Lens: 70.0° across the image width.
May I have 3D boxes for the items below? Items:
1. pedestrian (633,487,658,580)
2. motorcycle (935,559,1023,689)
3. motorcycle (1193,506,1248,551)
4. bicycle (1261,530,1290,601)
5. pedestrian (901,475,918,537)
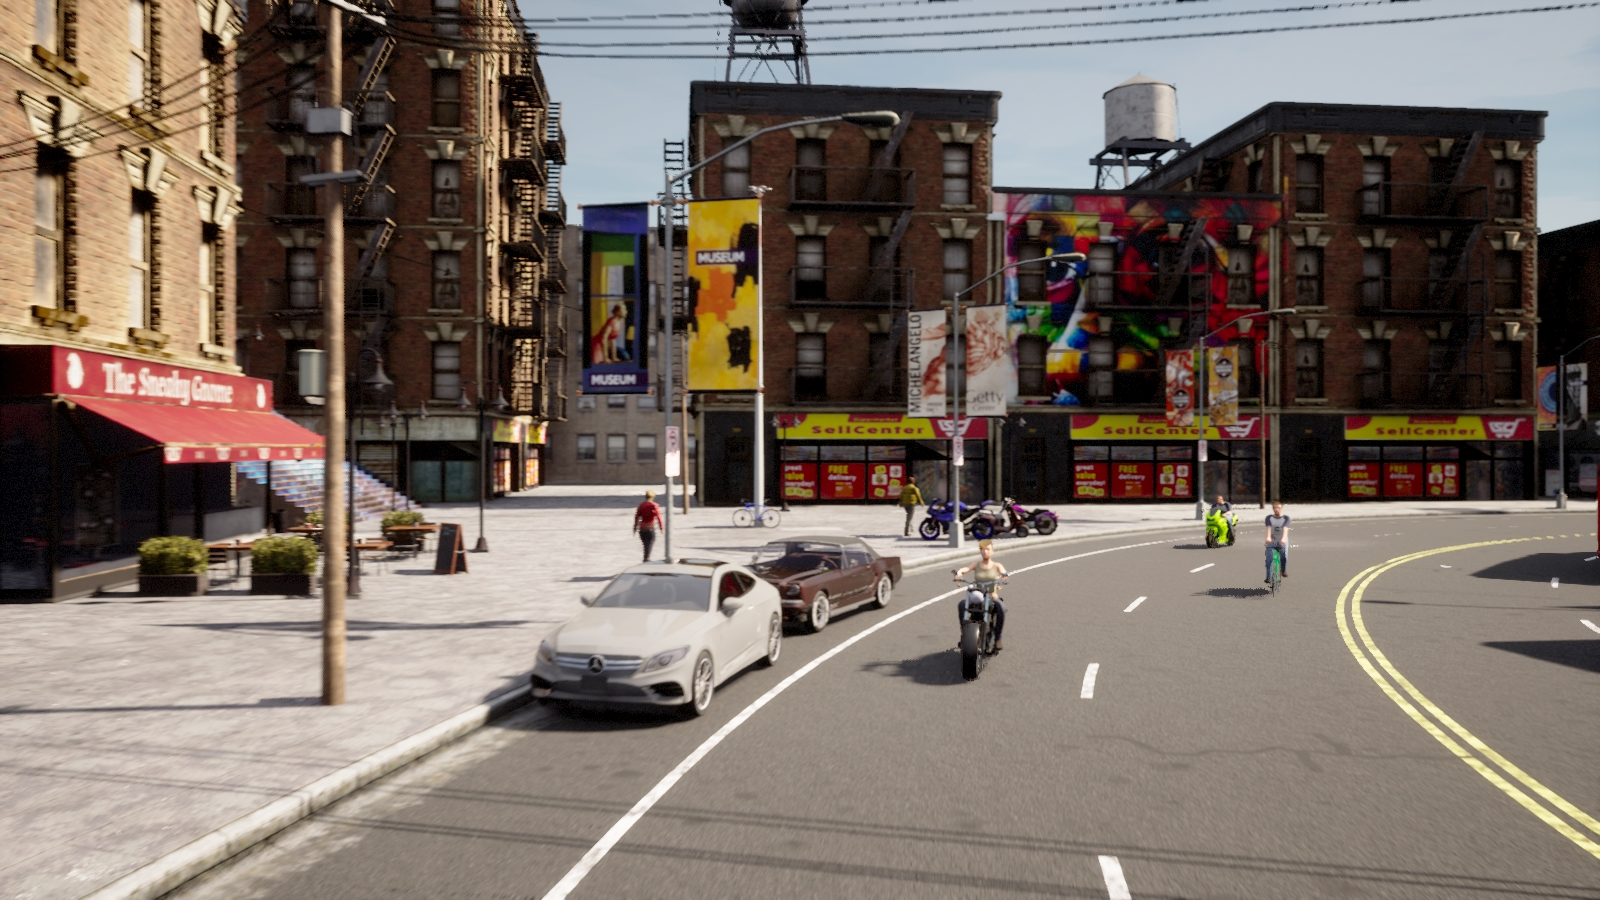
[{"bbox_3d":[-3.141,1.695,23.226,0.375,1.860,0.375,0,0,14],"label":"pedestrian"},{"bbox_3d":[2.340,2.170,14.720,0.764,1.277,2.356,1,0,17],"label":"motorcycle"},{"bbox_3d":[12.041,2.218,32.665,0.803,1.145,2.033,1,1,41],"label":"motorcycle"},{"bbox_3d":[9.196,2.210,22.073,0.373,1.196,1.643,1,1,27],"label":"bicycle"},{"bbox_3d":[3.330,1.696,34.678,0.375,1.860,0.375,0,0,35],"label":"pedestrian"}]
